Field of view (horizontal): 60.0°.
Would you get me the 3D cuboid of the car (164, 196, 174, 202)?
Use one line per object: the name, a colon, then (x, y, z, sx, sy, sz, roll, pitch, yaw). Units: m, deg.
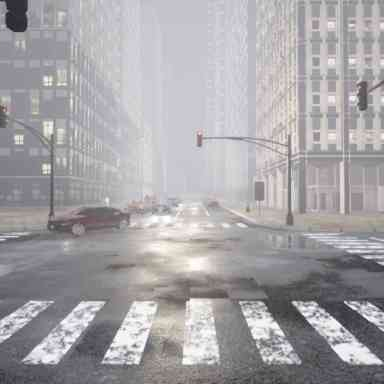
car: (-5.470, 1.580, 78.441, 2.008, 1.369, 4.403, 1, 0, 0)

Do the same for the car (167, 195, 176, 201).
car: (-5.441, 1.586, 89.592, 2.008, 1.369, 4.403, 1, 0, 0)

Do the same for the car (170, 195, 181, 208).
car: (-2.961, 1.496, 48.771, 1.882, 1.535, 5.008, 0, 0, 0)

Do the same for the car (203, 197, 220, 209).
car: (2.821, 1.599, 45.030, 1.802, 1.307, 4.206, 1, 0, 0)

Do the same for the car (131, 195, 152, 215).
car: (-5.585, 1.452, 33.840, 1.967, 1.590, 4.097, 1, 0, 0)

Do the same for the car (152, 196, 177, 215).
car: (-3.007, 1.505, 34.347, 2.128, 1.511, 4.902, 0, 0, 0)

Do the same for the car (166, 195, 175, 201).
car: (-5.456, 1.577, 84.016, 1.887, 1.381, 4.507, 1, 0, 0)

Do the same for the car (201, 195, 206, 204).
car: (2.853, 1.546, 56.356, 1.752, 1.417, 4.829, 1, 0, 0)

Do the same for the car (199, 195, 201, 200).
car: (2.866, 1.589, 61.763, 1.947, 1.339, 4.313, 1, 0, 0)

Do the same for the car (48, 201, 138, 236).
car: (-5.617, 1.484, 18.786, 1.882, 1.535, 5.008, 1, 0, 34)

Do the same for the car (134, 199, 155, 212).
car: (-5.574, 1.596, 39.415, 1.802, 1.307, 4.206, 1, 0, 0)

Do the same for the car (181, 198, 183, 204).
car: (-2.831, 1.553, 64.841, 1.837, 1.490, 4.892, 0, 0, 0)

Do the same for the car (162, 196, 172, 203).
car: (-5.485, 1.572, 72.866, 1.887, 1.381, 4.507, 1, 0, 0)

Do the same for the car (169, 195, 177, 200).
car: (-5.427, 1.603, 95.167, 1.947, 1.339, 4.313, 1, 0, 0)
